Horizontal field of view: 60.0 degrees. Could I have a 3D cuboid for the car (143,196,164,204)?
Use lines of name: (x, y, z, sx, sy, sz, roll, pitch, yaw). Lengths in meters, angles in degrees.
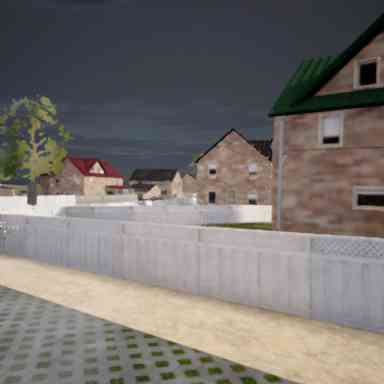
car: (-6.443, 1.433, 56.758, 2.033, 1.411, 5.357, 2, 1, 19)
